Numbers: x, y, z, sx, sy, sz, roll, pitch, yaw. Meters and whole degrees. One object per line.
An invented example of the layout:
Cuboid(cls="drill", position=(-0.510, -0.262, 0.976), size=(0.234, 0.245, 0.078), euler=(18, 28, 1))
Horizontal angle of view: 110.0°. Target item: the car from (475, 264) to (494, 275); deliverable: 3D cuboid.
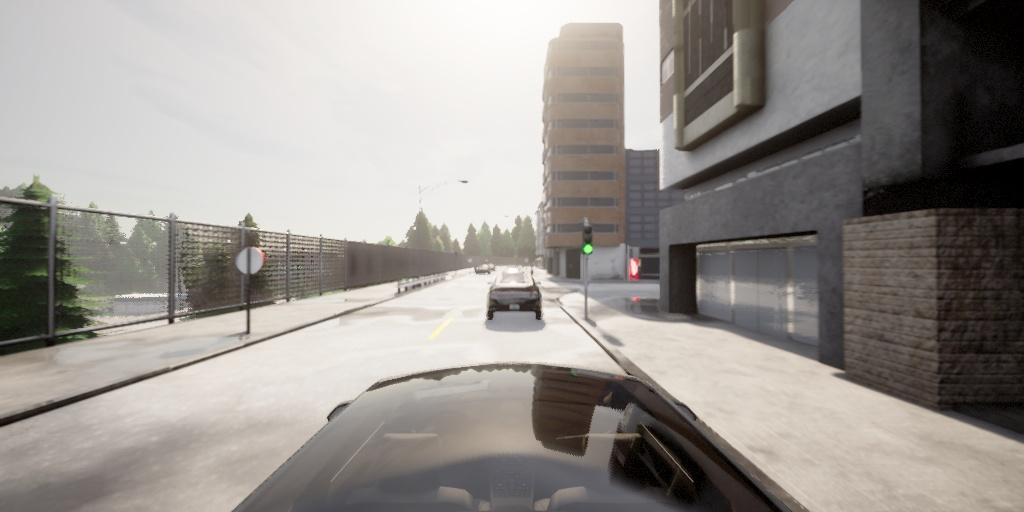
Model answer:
Cuboid(cls="car", position=(-4.060, 1.920, 50.714), size=(1.994, 1.385, 4.181), euler=(0, 0, 0))

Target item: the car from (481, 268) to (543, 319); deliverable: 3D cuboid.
Cuboid(cls="car", position=(0.085, 1.388, 13.462), size=(2.128, 1.511, 4.902), euler=(0, -1, 0))
